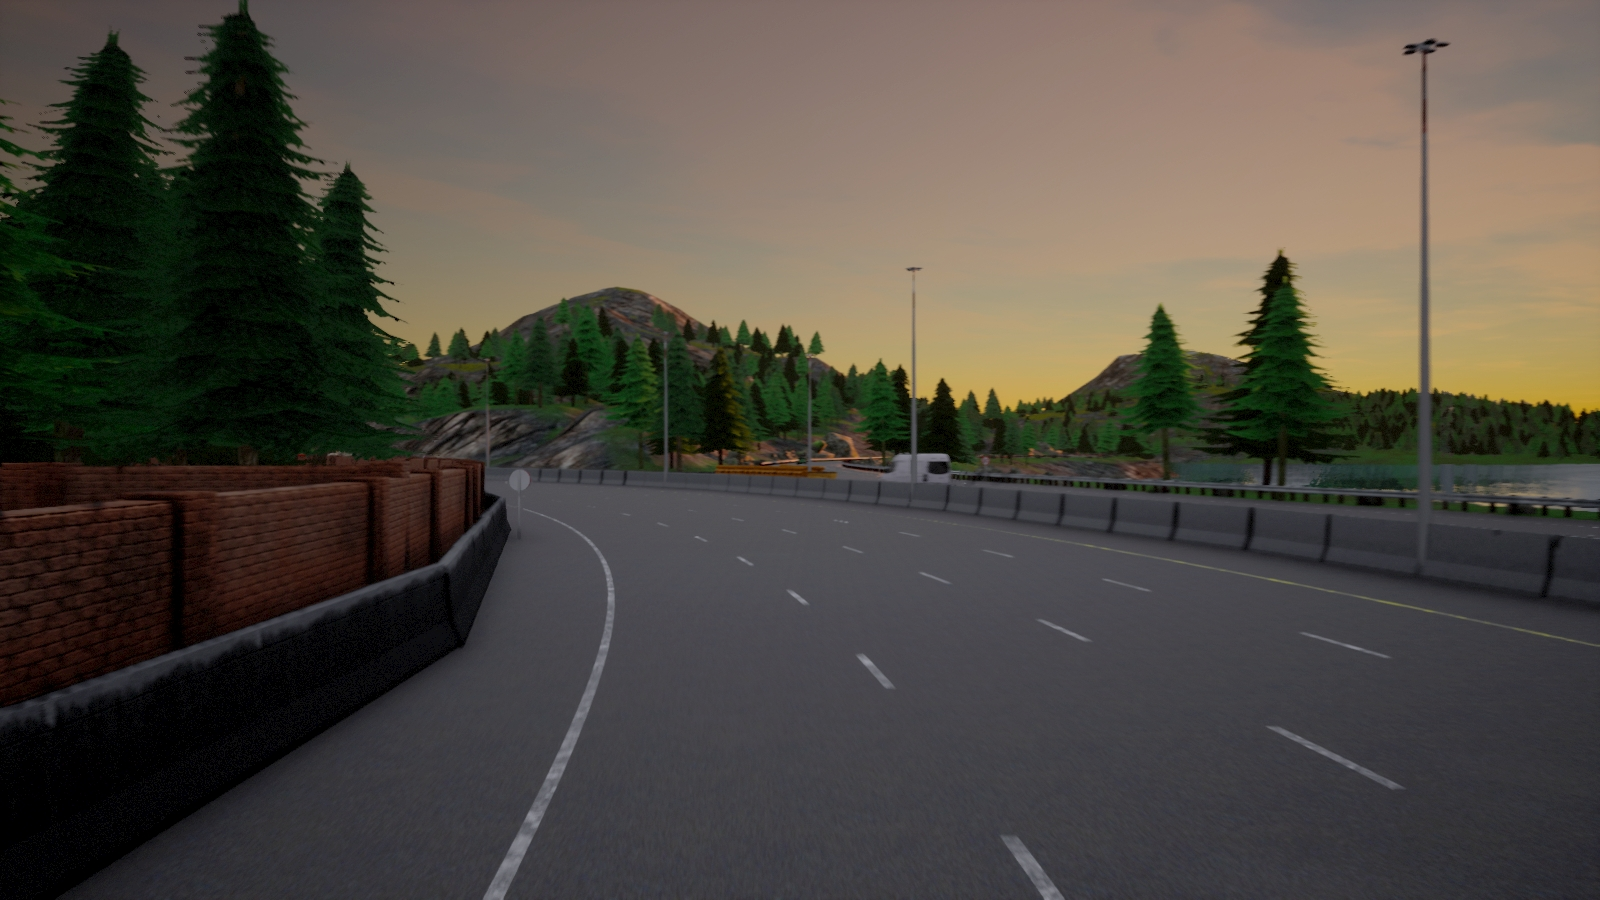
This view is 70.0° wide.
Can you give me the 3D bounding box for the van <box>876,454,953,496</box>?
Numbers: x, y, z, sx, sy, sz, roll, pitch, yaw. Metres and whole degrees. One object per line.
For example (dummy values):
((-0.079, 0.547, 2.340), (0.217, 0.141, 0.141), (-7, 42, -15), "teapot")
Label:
((7.202, 1.519, 72.683), (1.988, 2.561, 5.915), (0, 0, -27), "van")
